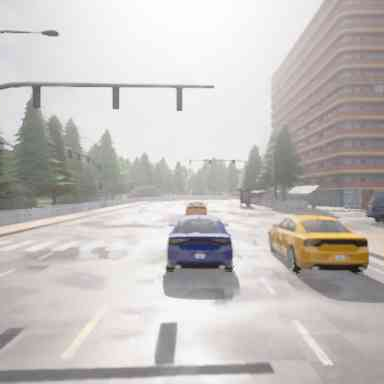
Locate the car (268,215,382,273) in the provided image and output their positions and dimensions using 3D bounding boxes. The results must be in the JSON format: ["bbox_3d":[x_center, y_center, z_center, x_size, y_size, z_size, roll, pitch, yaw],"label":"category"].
[{"bbox_3d":[3.788,1.487,10.797,1.882,1.535,5.008,0,0,2],"label":"car"}]

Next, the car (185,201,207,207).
[{"bbox_3d":[0.395,1.525,30.300,1.882,1.535,5.008,0,0,1],"label":"car"}]

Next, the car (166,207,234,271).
[{"bbox_3d":[0.219,1.484,10.971,1.882,1.535,5.008,0,0,0],"label":"car"}]

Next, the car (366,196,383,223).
[{"bbox_3d":[15.644,1.301,24.065,5.566,2.045,2.150,0,0,3],"label":"car"}]
